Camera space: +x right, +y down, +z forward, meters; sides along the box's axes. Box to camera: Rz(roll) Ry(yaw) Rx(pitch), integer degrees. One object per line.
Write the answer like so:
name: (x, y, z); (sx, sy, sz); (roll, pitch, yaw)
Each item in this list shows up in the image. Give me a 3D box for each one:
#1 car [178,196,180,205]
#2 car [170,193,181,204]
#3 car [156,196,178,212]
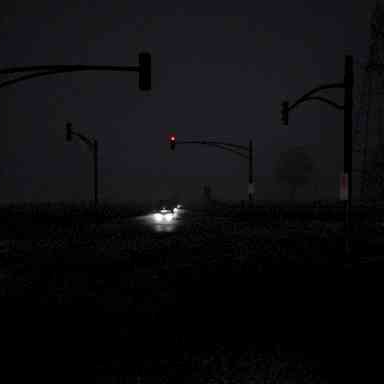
car: (-3.040, 1.596, 47.531); (1.895, 1.301, 4.718); (0, 0, 0)
car: (-3.093, 1.220, 60.496); (2.150, 2.045, 5.566); (0, 0, 1)
car: (-2.983, 1.486, 37.716); (2.128, 1.511, 4.902); (0, 0, -1)
